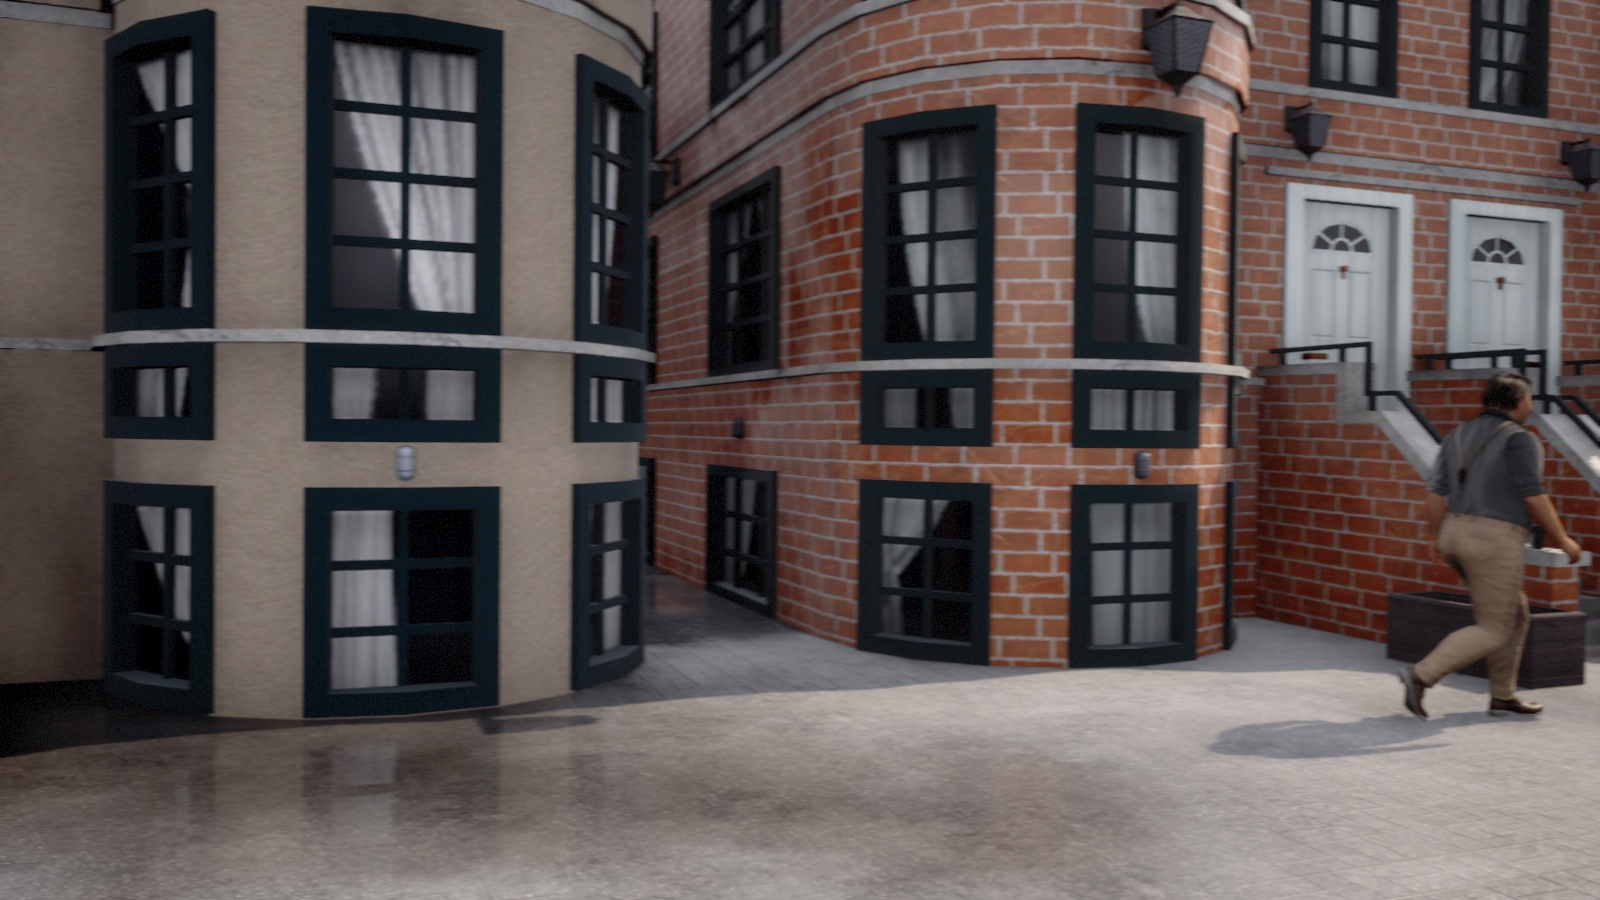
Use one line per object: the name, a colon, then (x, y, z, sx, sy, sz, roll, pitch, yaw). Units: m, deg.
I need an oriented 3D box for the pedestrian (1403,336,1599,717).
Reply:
pedestrian: (3.554, 0.365, 6.389, 0.694, 1.848, 0.540, -1, 1, -6)
